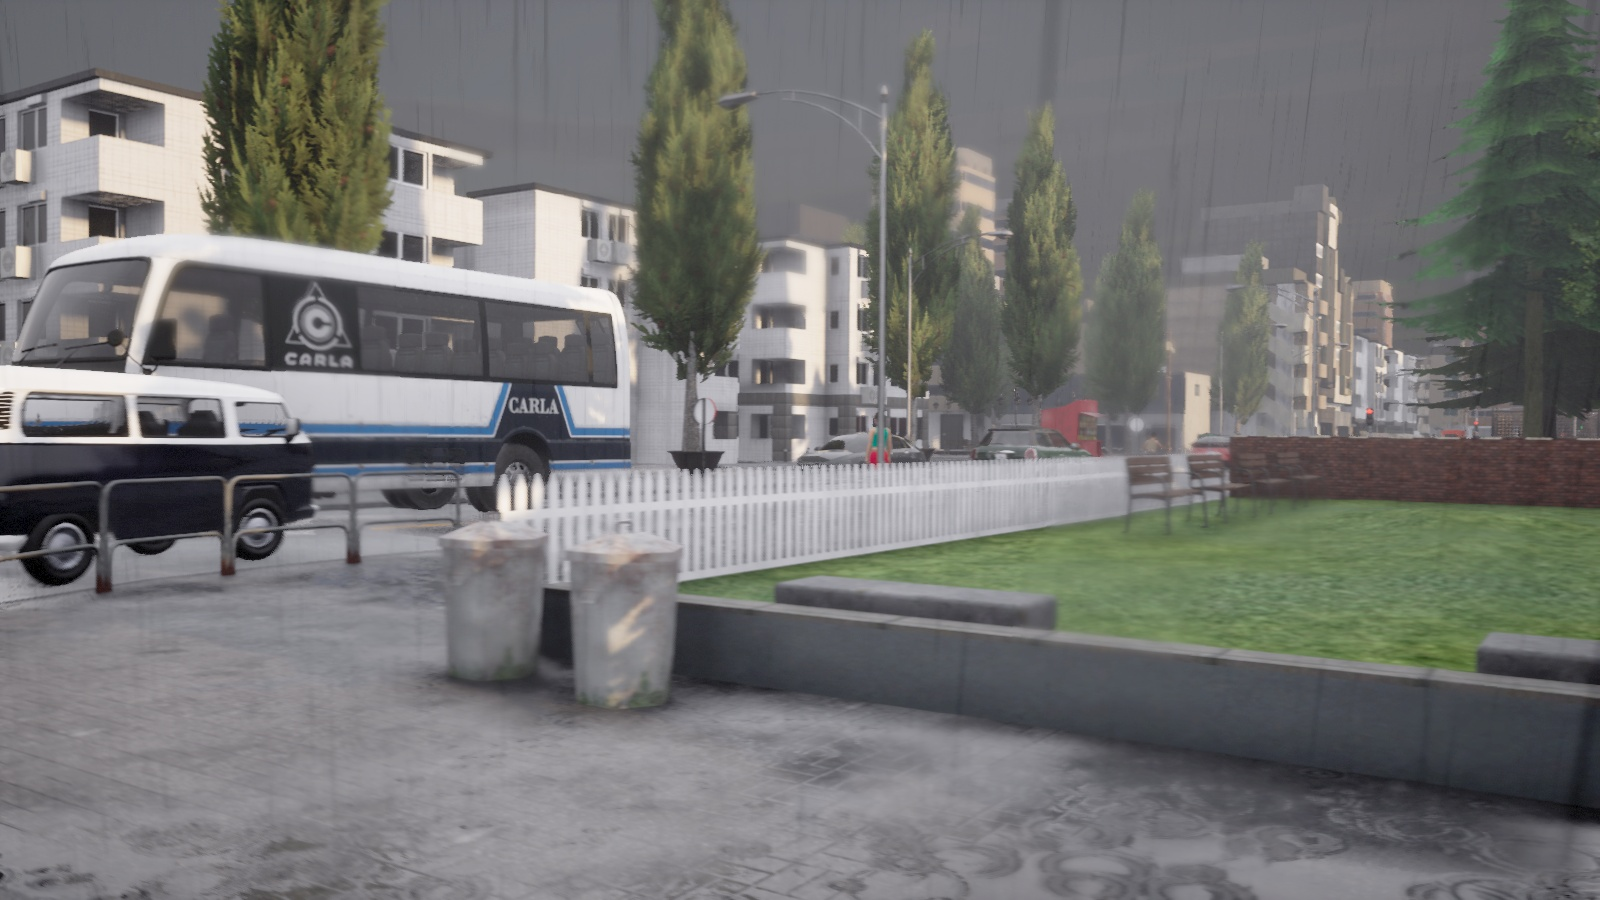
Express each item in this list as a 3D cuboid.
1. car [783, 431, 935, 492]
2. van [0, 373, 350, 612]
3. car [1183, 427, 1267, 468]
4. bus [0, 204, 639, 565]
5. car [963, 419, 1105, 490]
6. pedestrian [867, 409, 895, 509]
[{"bbox_3d":[1.696,0.258,33.923,1.837,1.490,4.892,0,1,34],"label":"car"},{"bbox_3d":[-7.071,0.340,13.082,2.069,2.038,4.480,-1,1,20],"label":"van"},{"bbox_3d":[16.729,-0.146,49.250,2.007,1.525,4.514,0,1,34],"label":"car"},{"bbox_3d":[-7.494,-0.852,20.146,3.944,4.253,10.273,0,1,34],"label":"bus"},{"bbox_3d":[6.354,0.072,33.696,2.097,1.767,4.553,0,1,34],"label":"car"},{"bbox_3d":[1.502,0.159,23.427,0.345,1.836,0.594,-1,1,-13],"label":"pedestrian"}]
